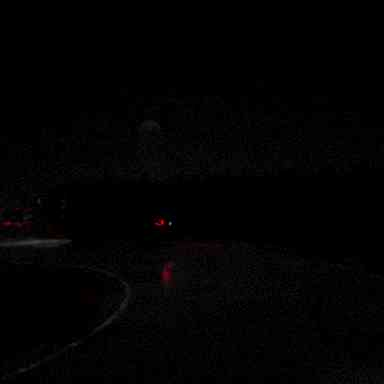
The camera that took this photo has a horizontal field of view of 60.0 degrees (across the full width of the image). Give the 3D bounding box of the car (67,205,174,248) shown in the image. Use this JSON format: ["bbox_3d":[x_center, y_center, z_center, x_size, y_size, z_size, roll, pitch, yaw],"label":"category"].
[{"bbox_3d":[-3.674,1.698,17.232,5.566,2.045,2.150,-1,-2,16],"label":"car"}]

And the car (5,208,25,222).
[{"bbox_3d":[-20.439,2.584,38.403,2.128,1.511,4.902,0,-1,-26],"label":"car"}]
